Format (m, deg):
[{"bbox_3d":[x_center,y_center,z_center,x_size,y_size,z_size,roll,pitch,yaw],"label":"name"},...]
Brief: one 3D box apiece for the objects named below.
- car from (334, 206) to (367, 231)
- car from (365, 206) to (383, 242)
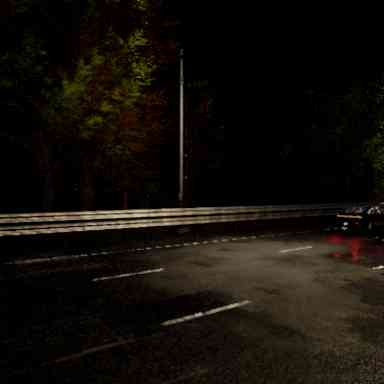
[{"bbox_3d":[10.494,1.560,19.832,4.902,1.511,2.128,0,0,-36],"label":"car"},{"bbox_3d":[10.345,1.536,15.426,5.008,1.535,1.882,0,0,-36],"label":"car"}]
